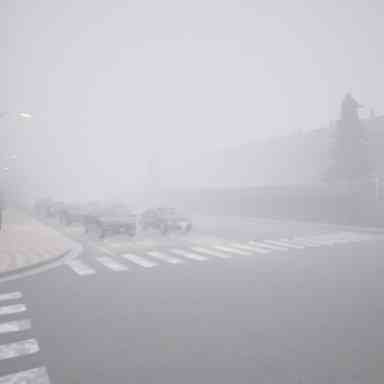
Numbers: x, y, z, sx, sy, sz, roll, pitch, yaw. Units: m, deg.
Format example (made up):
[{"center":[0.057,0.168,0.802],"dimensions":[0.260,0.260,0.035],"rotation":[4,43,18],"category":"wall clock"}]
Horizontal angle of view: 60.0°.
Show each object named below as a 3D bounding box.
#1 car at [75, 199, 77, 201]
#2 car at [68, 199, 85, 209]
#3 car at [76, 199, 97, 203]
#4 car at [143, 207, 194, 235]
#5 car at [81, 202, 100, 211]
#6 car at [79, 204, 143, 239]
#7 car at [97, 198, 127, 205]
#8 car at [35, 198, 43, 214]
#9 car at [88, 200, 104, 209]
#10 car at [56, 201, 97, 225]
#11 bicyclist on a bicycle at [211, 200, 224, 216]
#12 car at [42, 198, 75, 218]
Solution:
[{"center":[-15.710,2.053,44.742],"dimensions":[2.128,1.511,4.902],"rotation":[0,-1,-30],"category":"car"},{"center":[-21.404,2.145,61.662],"dimensions":[2.097,1.767,4.553],"rotation":[0,-1,-30],"category":"car"},{"center":[-10.775,1.792,36.256],"dimensions":[2.097,1.767,4.553],"rotation":[0,-1,-30],"category":"car"},{"center":[-1.683,1.707,20.674],"dimensions":[2.128,1.511,4.902],"rotation":[0,-1,-30],"category":"car"},{"center":[-16.221,2.268,52.923],"dimensions":[1.895,1.301,4.718],"rotation":[0,-1,-30],"category":"car"},{"center":[-4.780,1.682,19.040],"dimensions":[1.882,1.535,5.008],"rotation":[0,-1,-30],"category":"car"},{"center":[-6.324,1.682,28.629],"dimensions":[2.097,1.767,4.553],"rotation":[0,-1,-30],"category":"car"},{"center":[-19.541,1.790,44.377],"dimensions":[2.150,2.045,5.566],"rotation":[0,-1,-30],"category":"car"},{"center":[-18.225,2.327,63.101],"dimensions":[1.812,1.442,4.674],"rotation":[0,-1,-30],"category":"car"},{"center":[-9.505,1.798,27.136],"dimensions":[1.882,1.535,5.008],"rotation":[0,-1,-30],"category":"car"},{"center":[2.692,1.684,34.970],"dimensions":[1.656,1.620,0.582],"rotation":[0,-1,-30],"category":"bicyclist on a bicycle"},{"center":[-14.162,1.788,35.127],"dimensions":[2.097,1.767,4.553],"rotation":[0,-1,-30],"category":"car"}]
